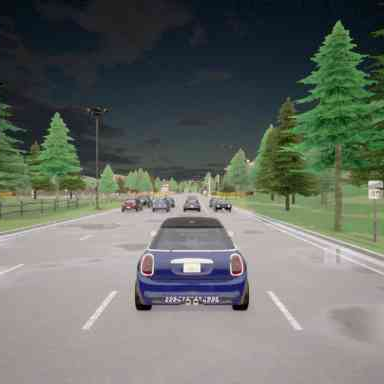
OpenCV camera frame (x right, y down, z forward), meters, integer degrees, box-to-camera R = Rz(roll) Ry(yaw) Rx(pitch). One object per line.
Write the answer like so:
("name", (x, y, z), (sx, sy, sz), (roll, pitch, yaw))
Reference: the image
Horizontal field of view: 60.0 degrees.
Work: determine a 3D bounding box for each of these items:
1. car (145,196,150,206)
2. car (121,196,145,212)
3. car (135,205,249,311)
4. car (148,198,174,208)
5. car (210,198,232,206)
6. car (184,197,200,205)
("car", (-7.000, 1.352, 48.976), (2.097, 1.767, 4.553), (0, 0, 0))
("car", (-7.000, 1.526, 39.002), (1.812, 1.442, 4.674), (0, 0, 0))
("car", (0.000, 1.352, 7.942), (2.097, 1.767, 4.553), (0, 0, 0))
("car", (-3.500, 1.547, 38.586), (2.033, 1.411, 5.357), (0, 0, 0))
("car", (3.500, 1.601, 39.032), (1.895, 1.301, 4.718), (0, 0, 0))
("car", (0.000, 1.564, 38.969), (1.994, 1.385, 4.181), (0, 0, 0))
